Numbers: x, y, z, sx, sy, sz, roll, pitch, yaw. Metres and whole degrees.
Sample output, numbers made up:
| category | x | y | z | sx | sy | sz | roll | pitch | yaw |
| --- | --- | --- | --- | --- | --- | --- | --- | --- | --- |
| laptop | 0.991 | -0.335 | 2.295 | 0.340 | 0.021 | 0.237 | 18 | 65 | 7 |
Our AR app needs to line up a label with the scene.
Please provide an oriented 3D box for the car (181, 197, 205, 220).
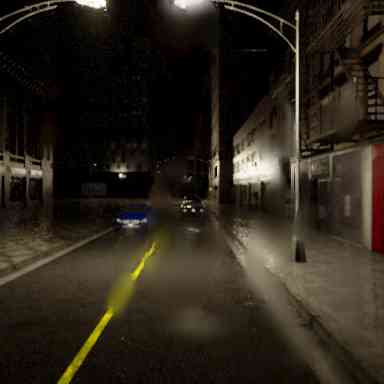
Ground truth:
| category | x | y | z | sx | sy | sz | roll | pitch | yaw |
| --- | --- | --- | --- | --- | --- | --- | --- | --- | --- |
| car | 0.111 | 1.383 | 26.535 | 2.033 | 1.411 | 5.357 | 0 | 0 | 0 |

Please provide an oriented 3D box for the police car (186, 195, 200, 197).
| category | x | y | z | sx | sy | sz | roll | pitch | yaw |
| --- | --- | --- | --- | --- | --- | --- | --- | --- | --- |
| police car | 0.093 | 1.151 | 44.127 | 1.930 | 1.638 | 5.238 | 0 | 1 | 0 |

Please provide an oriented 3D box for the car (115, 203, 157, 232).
| category | x | y | z | sx | sy | sz | roll | pitch | yaw |
| --- | --- | --- | --- | --- | --- | --- | --- | --- | --- |
| car | -3.092 | 1.407 | 19.130 | 1.812 | 1.442 | 4.674 | 0 | 0 | 0 |
